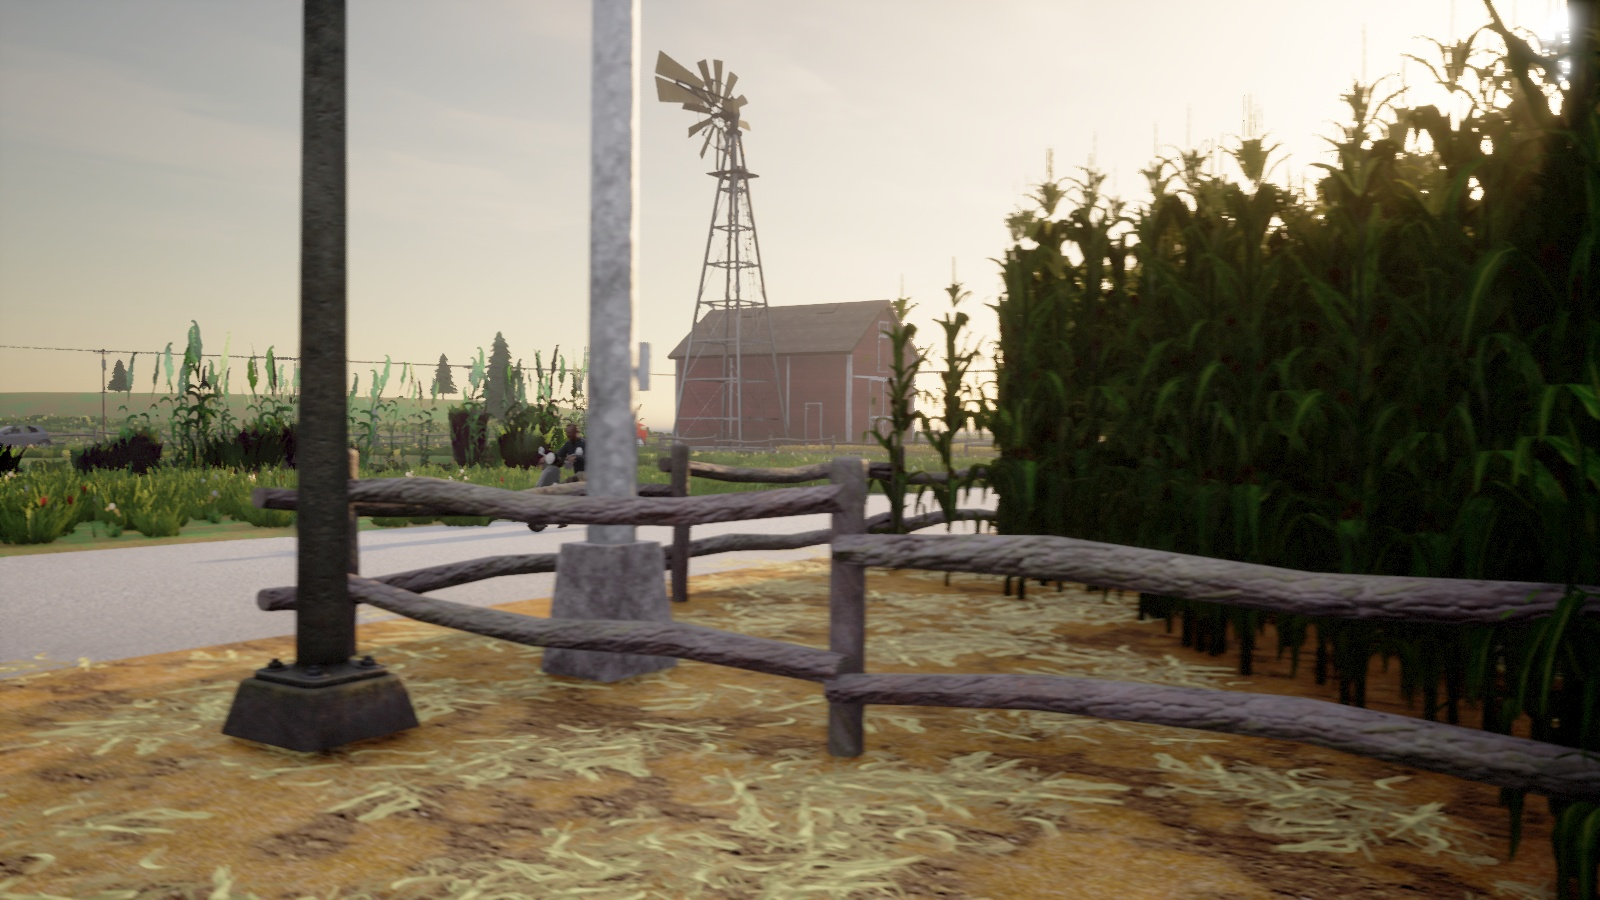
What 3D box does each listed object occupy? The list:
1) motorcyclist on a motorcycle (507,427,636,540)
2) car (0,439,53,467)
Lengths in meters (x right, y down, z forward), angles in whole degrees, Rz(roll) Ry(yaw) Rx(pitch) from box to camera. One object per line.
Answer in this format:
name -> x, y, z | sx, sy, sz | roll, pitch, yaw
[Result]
motorcyclist on a motorcycle -> -3.373, 0.458, 18.706 | 0.866, 1.590, 1.817 | 0, 1, 33
car -> -44.680, 0.161, 71.130 | 1.845, 1.501, 3.633 | 0, 1, 39
